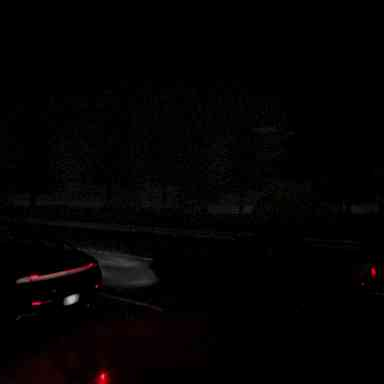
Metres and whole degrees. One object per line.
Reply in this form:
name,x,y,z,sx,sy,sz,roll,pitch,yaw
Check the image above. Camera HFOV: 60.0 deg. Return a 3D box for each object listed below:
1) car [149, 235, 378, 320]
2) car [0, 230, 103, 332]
car,1.315,1.621,7.354,4.718,1.301,1.895,0,0,35
car,-3.924,1.538,6.790,4.902,1.511,2.128,0,0,35
